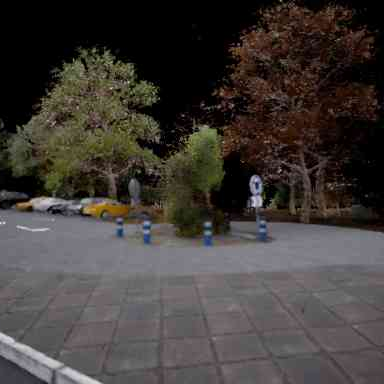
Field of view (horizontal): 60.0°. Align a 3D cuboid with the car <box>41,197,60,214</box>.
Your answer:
[{"bbox_3d":[-11.449,1.382,32.144,2.163,1.488,4.792,1,1,36],"label":"car"}]

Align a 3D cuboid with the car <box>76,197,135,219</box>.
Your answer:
[{"bbox_3d":[-7.051,1.439,28.982,2.097,1.535,5.008,1,1,36],"label":"car"}]

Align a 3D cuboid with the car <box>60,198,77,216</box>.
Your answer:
[{"bbox_3d":[-9.271,1.270,30.638,2.185,1.767,4.553,1,1,36],"label":"car"}]

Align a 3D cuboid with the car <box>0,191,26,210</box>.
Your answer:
[{"bbox_3d":[-20.377,0.924,38.696,2.435,2.045,5.566,1,1,36],"label":"car"}]

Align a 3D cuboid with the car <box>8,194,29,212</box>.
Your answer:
[{"bbox_3d":[-16.023,1.261,35.272,1.946,1.575,5.366,1,1,36],"label":"car"}]

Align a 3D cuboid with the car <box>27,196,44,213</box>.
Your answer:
[{"bbox_3d":[-13.675,1.349,33.793,2.002,1.452,4.674,1,1,36],"label":"car"}]
